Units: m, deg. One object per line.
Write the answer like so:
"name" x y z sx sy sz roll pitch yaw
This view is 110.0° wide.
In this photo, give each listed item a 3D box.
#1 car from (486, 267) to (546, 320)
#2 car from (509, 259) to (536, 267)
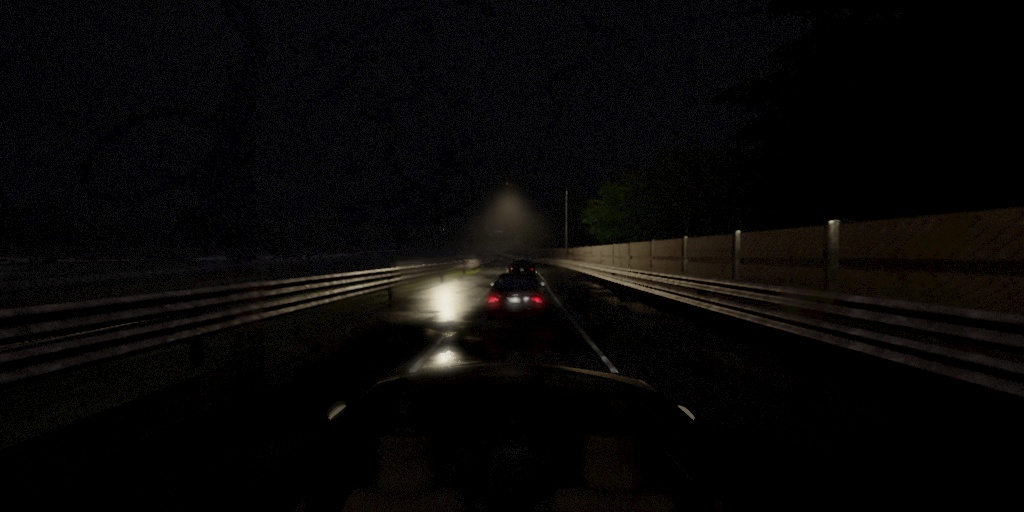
"car" 0.182 1.274 12.426 2.033 1.411 5.357 0 0 2
"car" 0.853 1.039 29.381 2.097 1.767 4.553 0 0 3
